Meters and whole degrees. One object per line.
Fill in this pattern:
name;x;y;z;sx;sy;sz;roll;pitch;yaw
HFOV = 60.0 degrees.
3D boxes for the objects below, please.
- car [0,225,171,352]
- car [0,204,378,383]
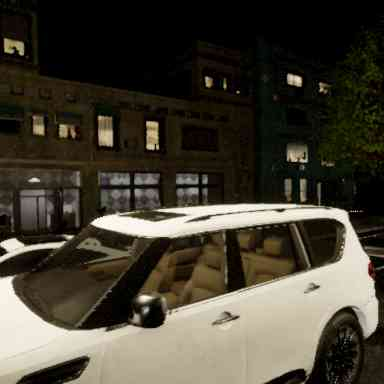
car;-2.838;1.515;5.652;4.674;1.442;1.812;-1;0;-35
car;-0.245;1.201;3.511;5.566;2.045;2.150;-1;0;-35
